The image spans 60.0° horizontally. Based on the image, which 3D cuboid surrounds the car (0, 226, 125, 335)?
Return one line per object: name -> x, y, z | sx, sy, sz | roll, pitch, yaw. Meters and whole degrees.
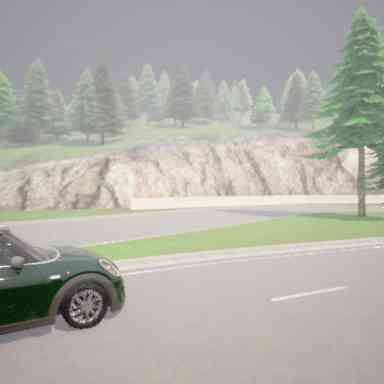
car -> -3.433, 1.332, 5.403 | 4.553, 1.767, 2.097 | 0, 0, -34
